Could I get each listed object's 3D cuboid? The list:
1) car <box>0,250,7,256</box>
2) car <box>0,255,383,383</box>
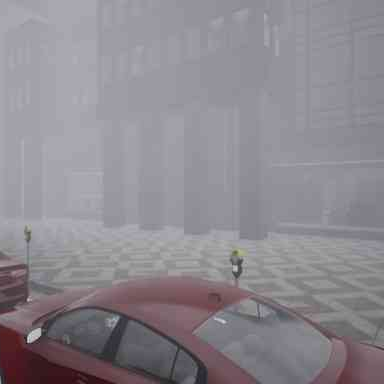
[{"bbox_3d":[-5.002,1.545,6.540,4.507,1.381,1.887,0,0,36],"label":"car"},{"bbox_3d":[-0.418,1.545,3.262,4.507,1.381,1.887,0,0,36],"label":"car"}]
